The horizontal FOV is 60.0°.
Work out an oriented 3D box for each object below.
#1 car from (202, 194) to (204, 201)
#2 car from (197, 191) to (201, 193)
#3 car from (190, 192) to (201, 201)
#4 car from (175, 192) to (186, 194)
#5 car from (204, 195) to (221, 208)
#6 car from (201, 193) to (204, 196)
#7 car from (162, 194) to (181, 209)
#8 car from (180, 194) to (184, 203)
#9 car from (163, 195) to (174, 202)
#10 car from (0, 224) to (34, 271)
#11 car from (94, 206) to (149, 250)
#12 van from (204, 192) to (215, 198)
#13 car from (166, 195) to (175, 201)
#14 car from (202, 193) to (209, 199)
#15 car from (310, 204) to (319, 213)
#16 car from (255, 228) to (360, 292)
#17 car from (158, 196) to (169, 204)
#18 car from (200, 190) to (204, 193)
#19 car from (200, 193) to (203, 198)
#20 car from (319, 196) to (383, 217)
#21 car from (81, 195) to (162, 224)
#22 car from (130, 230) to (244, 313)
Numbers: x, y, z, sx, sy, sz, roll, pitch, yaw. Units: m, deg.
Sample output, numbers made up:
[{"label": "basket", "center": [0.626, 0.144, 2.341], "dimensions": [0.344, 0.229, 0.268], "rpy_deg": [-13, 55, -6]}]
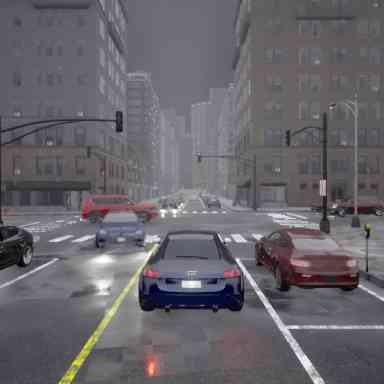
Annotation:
[{"label": "car", "center": [3.136, 1.436, 56.983], "dimensions": [1.887, 1.381, 4.507], "rpy_deg": [0, 0, 0]}, {"label": "car", "center": [0.612, 1.087, 84.320], "dimensions": [2.128, 1.511, 4.902], "rpy_deg": [0, 0, 0]}, {"label": "car", "center": [0.525, 1.318, 74.319], "dimensions": [1.812, 1.442, 4.674], "rpy_deg": [0, 0, 0]}, {"label": "car", "center": [-2.612, 1.354, 64.150], "dimensions": [2.128, 1.511, 4.902], "rpy_deg": [0, 0, 1]}, {"label": "car", "center": [3.040, 1.507, 45.880], "dimensions": [1.802, 1.307, 4.206], "rpy_deg": [0, 0, 0]}, {"label": "car", "center": [3.236, 1.424, 68.089], "dimensions": [1.802, 1.307, 4.206], "rpy_deg": [0, 0, 0]}, {"label": "car", "center": [-2.832, 1.436, 43.856], "dimensions": [1.837, 1.490, 4.892], "rpy_deg": [0, 0, 2]}, {"label": "car", "center": [-2.746, 1.427, 53.760], "dimensions": [1.812, 1.442, 4.674], "rpy_deg": [0, 0, 0]}, {"label": "car", "center": [-5.241, 1.357, 73.722], "dimensions": [2.008, 1.369, 4.403], "rpy_deg": [0, 0, 0]}, {"label": "car", "center": [-5.765, 1.564, 8.674], "dimensions": [1.947, 1.339, 4.313], "rpy_deg": [0, 0, 0]}, {"label": "car", "center": [-3.109, 1.535, 14.668], "dimensions": [1.812, 1.442, 4.674], "rpy_deg": [1, -1, -12]}, {"label": "van", "center": [3.088, 1.249, 51.431], "dimensions": [1.690, 1.788, 3.998], "rpy_deg": [0, 0, 0]}, {"label": "car", "center": [-5.193, 1.348, 79.274], "dimensions": [1.802, 1.307, 4.206], "rpy_deg": [0, 0, 0]}, {"label": "car", "center": [3.828, 1.143, 93.029], "dimensions": [1.882, 1.535, 5.008], "rpy_deg": [0, 0, 0]}, {"label": "car", "center": [13.662, 1.355, 31.168], "dimensions": [4.718, 1.301, 1.895], "rpy_deg": [-1, 0, 0]}, {"label": "car", "center": [2.760, 1.580, 8.671], "dimensions": [1.802, 1.307, 4.206], "rpy_deg": [0, 0, 0]}, {"label": "car", "center": [-5.340, 1.452, 62.617], "dimensions": [1.802, 1.307, 4.206], "rpy_deg": [0, 0, 0]}, {"label": "car", "center": [3.734, 0.937, 86.058], "dimensions": [2.150, 2.045, 5.566], "rpy_deg": [0, 0, 0]}, {"label": "car", "center": [3.284, 1.388, 73.645], "dimensions": [1.802, 1.307, 4.206], "rpy_deg": [0, 0, 0]}, {"label": "car", "center": [13.553, 1.124, 27.918], "dimensions": [4.553, 1.767, 2.097], "rpy_deg": [-1, 0, 0]}, {"label": "car", "center": [-5.268, 1.257, 24.525], "dimensions": [5.566, 2.045, 2.150], "rpy_deg": [-1, 1, 0]}, {"label": "car", "center": [0.003, 1.562, 7.750], "dimensions": [1.994, 1.385, 4.181], "rpy_deg": [0, 0, 0]}]
